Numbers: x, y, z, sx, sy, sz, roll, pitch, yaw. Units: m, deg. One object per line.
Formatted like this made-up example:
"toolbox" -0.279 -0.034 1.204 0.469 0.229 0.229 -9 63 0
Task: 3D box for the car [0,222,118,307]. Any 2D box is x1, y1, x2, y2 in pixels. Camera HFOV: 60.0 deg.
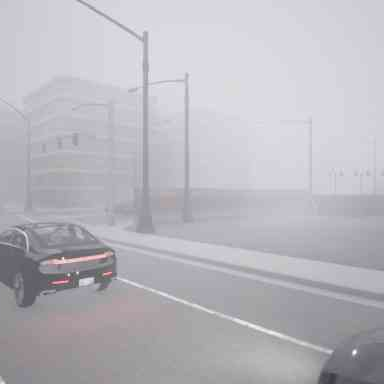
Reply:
"car" -3.666 1.492 8.089 2.128 1.511 4.902 0 0 -43

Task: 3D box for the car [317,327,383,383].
"car" 3.157 1.505 1.611 4.892 1.490 1.837 0 0 38

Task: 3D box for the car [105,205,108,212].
"car" -6.651 1.492 34.641 4.902 1.511 2.128 0 0 -44

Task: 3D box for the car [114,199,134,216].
"car" -4.657 1.547 31.414 5.357 1.411 2.033 0 0 -44
